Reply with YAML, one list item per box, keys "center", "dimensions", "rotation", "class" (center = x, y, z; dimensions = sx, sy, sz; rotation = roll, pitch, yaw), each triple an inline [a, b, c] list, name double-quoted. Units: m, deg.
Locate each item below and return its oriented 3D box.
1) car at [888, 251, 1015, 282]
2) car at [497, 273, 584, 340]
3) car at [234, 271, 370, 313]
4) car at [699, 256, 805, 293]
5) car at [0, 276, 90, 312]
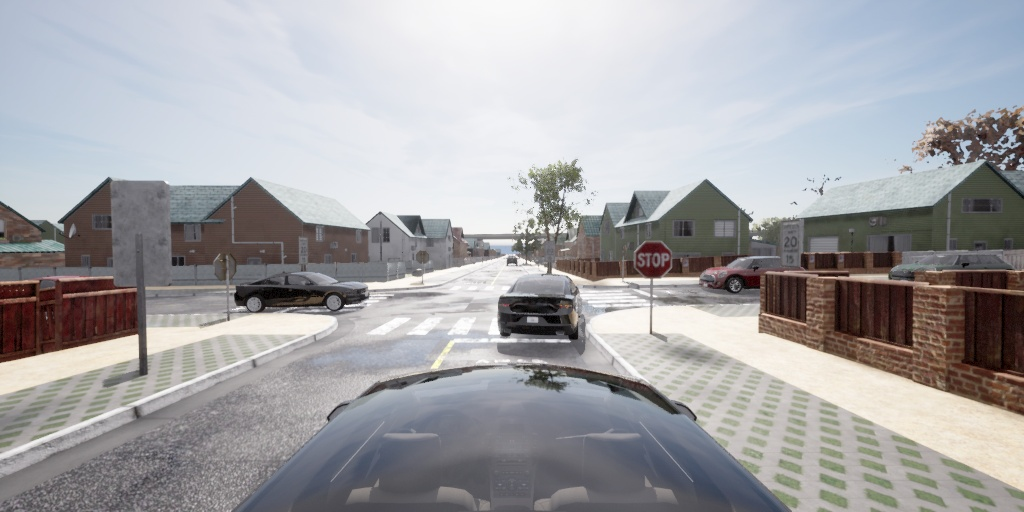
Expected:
- center: [21.705, 0.645, 17.819]
  dimensions: [4.553, 1.767, 2.097]
  rotation: [-1, 2, 0]
  class: "car"
- center: [0.959, 1.224, 10.143]
  dimensions: [1.882, 1.535, 5.008]
  rotation: [0, 0, 12]
  class: "car"
- center: [-8.466, 1.376, 14.671]
  dimensions: [5.008, 1.535, 1.882]
  rotation: [-1, 2, 0]
  class: "car"
- center: [11.810, 0.819, 17.750]
  dimensions: [4.553, 1.767, 2.097]
  rotation: [-1, 2, 0]
  class: "car"
- center: [-18.018, 1.546, 14.611]
  dimensions: [5.008, 1.535, 1.882]
  rotation: [-1, 2, 0]
  class: "car"
